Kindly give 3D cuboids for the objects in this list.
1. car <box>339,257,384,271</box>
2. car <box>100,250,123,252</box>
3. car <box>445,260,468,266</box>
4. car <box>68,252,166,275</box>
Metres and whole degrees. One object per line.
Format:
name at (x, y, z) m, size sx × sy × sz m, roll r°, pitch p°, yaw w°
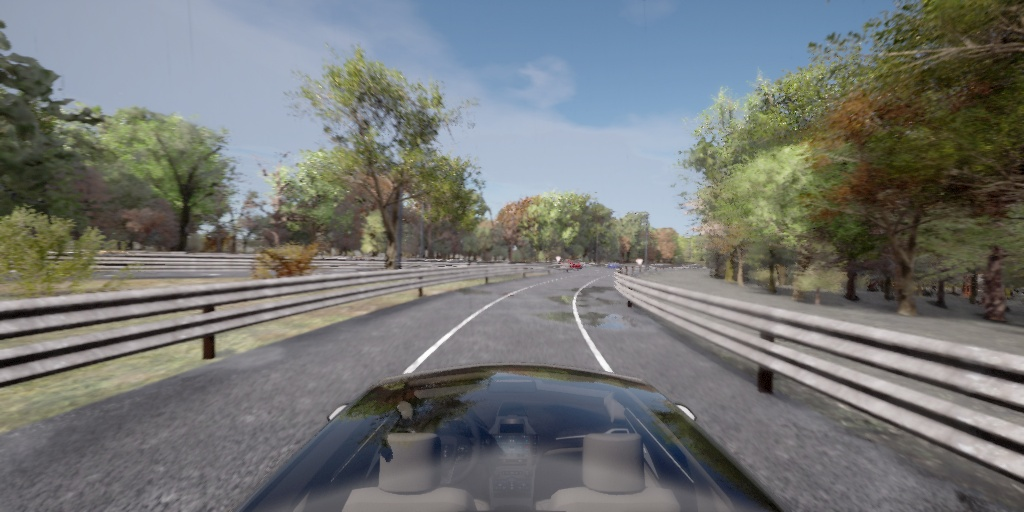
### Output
car at (-17.344, 0.875, 41.680) m, size 1.882 × 1.535 × 5.008 m, roll 2°, pitch 0°, yaw 41°
car at (-29.869, 0.370, 27.307) m, size 1.882 × 1.535 × 5.008 m, roll 2°, pitch 0°, yaw 41°
car at (-8.160, 1.314, 57.545) m, size 2.033 × 1.411 × 5.357 m, roll 2°, pitch 0°, yaw 41°
car at (-27.225, 0.589, 25.023) m, size 1.895 × 1.301 × 4.718 m, roll 2°, pitch 0°, yaw 41°
